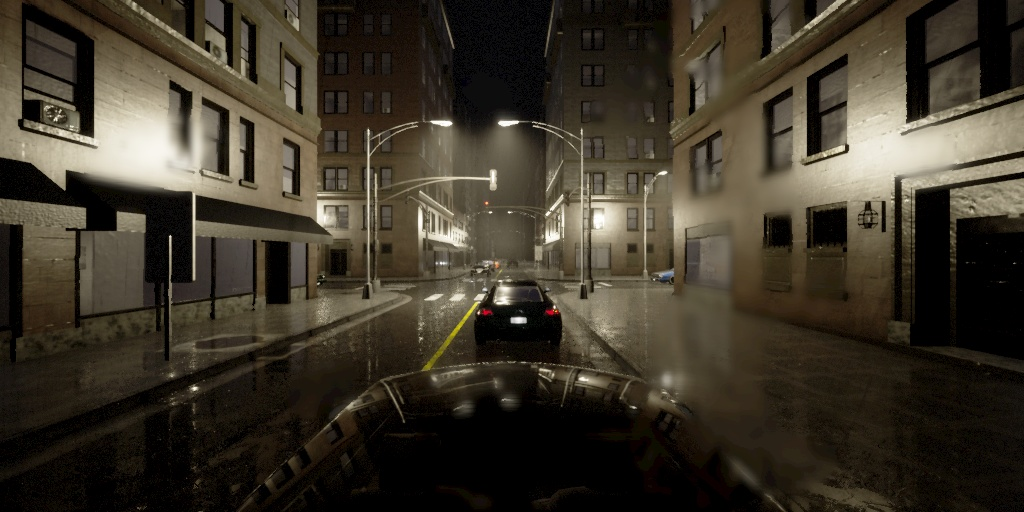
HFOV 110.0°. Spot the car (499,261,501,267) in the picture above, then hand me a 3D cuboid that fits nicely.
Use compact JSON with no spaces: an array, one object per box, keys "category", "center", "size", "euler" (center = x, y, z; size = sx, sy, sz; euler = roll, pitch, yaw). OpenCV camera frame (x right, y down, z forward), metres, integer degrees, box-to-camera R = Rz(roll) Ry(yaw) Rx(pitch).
[{"category":"car","center":[-3.060,1.093,55.850],"size":[2.097,1.767,4.553],"euler":[0,0,-1]}]

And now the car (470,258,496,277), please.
[{"category":"car","center":[-3.078,1.240,36.288],"size":[2.128,1.511,4.902],"euler":[0,0,0]}]

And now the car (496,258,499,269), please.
[{"category":"car","center":[-3.078,1.294,46.068],"size":[2.033,1.411,5.357],"euler":[0,0,0]}]

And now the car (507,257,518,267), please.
[{"category":"car","center":[0.133,1.238,64.738],"size":[1.837,1.490,4.892],"euler":[0,0,0]}]

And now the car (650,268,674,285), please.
[{"category":"car","center":[12.626,1.261,25.150],"size":[5.357,1.411,2.033],"euler":[0,0,0]}]

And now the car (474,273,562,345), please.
[{"category":"car","center":[0.118,1.314,9.497],"size":[1.994,1.385,4.181],"euler":[0,0,-1]}]

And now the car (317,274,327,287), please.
[{"category":"car","center":[-14.016,1.387,21.877],"size":[4.718,1.301,1.895],"euler":[0,0,0]}]
